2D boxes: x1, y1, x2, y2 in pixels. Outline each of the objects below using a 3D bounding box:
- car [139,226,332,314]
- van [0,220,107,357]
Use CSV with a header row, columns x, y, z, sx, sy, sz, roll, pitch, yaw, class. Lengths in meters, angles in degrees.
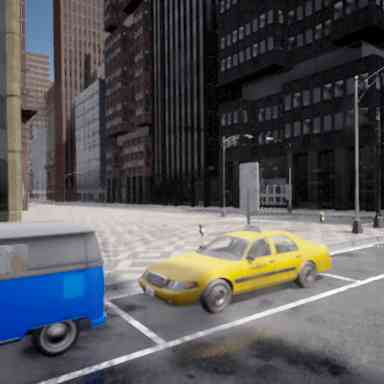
x,y,z,sx,sy,sz,roll,pitch,yaw,class
1.198,1.476,7.488,4.829,1.417,1.752,-1,0,-35,car
-3.173,1.342,4.393,3.998,1.788,1.690,-1,0,-35,van
